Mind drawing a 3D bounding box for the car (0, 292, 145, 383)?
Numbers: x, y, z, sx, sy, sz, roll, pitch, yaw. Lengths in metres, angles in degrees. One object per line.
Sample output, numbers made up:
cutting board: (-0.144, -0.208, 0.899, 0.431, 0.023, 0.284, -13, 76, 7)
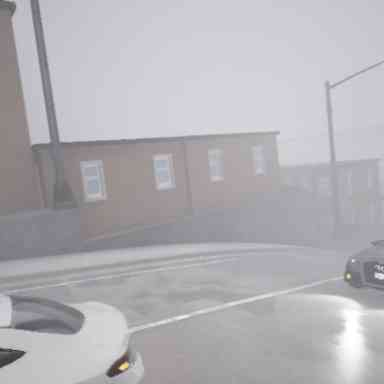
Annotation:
car: (-2.575, 1.536, 2.169, 4.674, 1.442, 1.812, 1, -1, -36)

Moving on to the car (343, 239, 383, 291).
car: (5.562, 1.707, 8.117, 4.181, 1.385, 1.994, 4, -3, -36)
